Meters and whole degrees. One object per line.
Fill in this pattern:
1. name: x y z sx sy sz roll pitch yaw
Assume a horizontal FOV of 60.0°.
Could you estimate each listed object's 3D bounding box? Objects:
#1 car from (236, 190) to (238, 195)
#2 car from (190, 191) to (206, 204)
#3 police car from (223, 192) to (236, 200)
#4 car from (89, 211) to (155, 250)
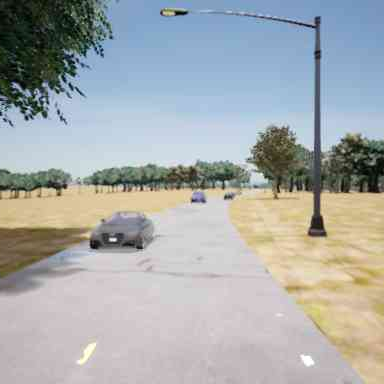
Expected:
1. car: 10.263 0.644 87.478 1.882 1.535 5.008 0 1 14
2. car: 1.139 0.852 55.671 2.150 2.045 5.566 0 1 9
3. police car: 7.771 0.858 70.590 1.930 1.638 5.238 0 1 11
4. car: -2.762 1.504 13.900 1.994 1.385 4.181 0 0 2
